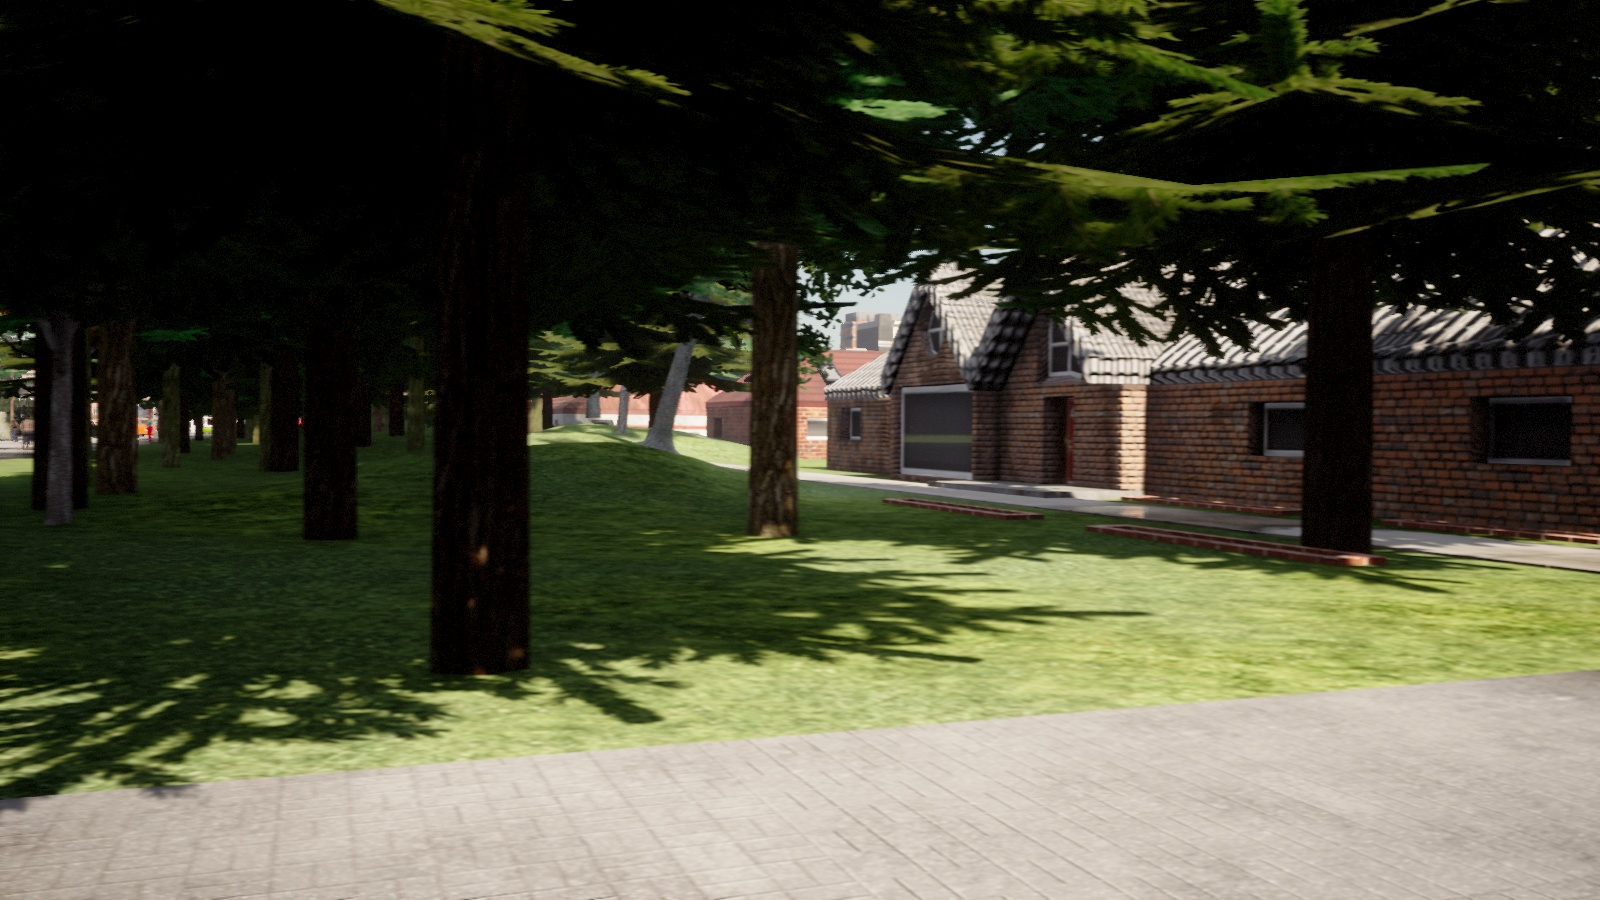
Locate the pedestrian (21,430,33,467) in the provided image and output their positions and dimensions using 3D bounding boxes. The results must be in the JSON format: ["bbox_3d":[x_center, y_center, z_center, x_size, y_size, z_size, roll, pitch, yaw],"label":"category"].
[{"bbox_3d":[-38.088,-0.088,61.905,0.328,1.805,0.869,-1,1,-21],"label":"pedestrian"}]
